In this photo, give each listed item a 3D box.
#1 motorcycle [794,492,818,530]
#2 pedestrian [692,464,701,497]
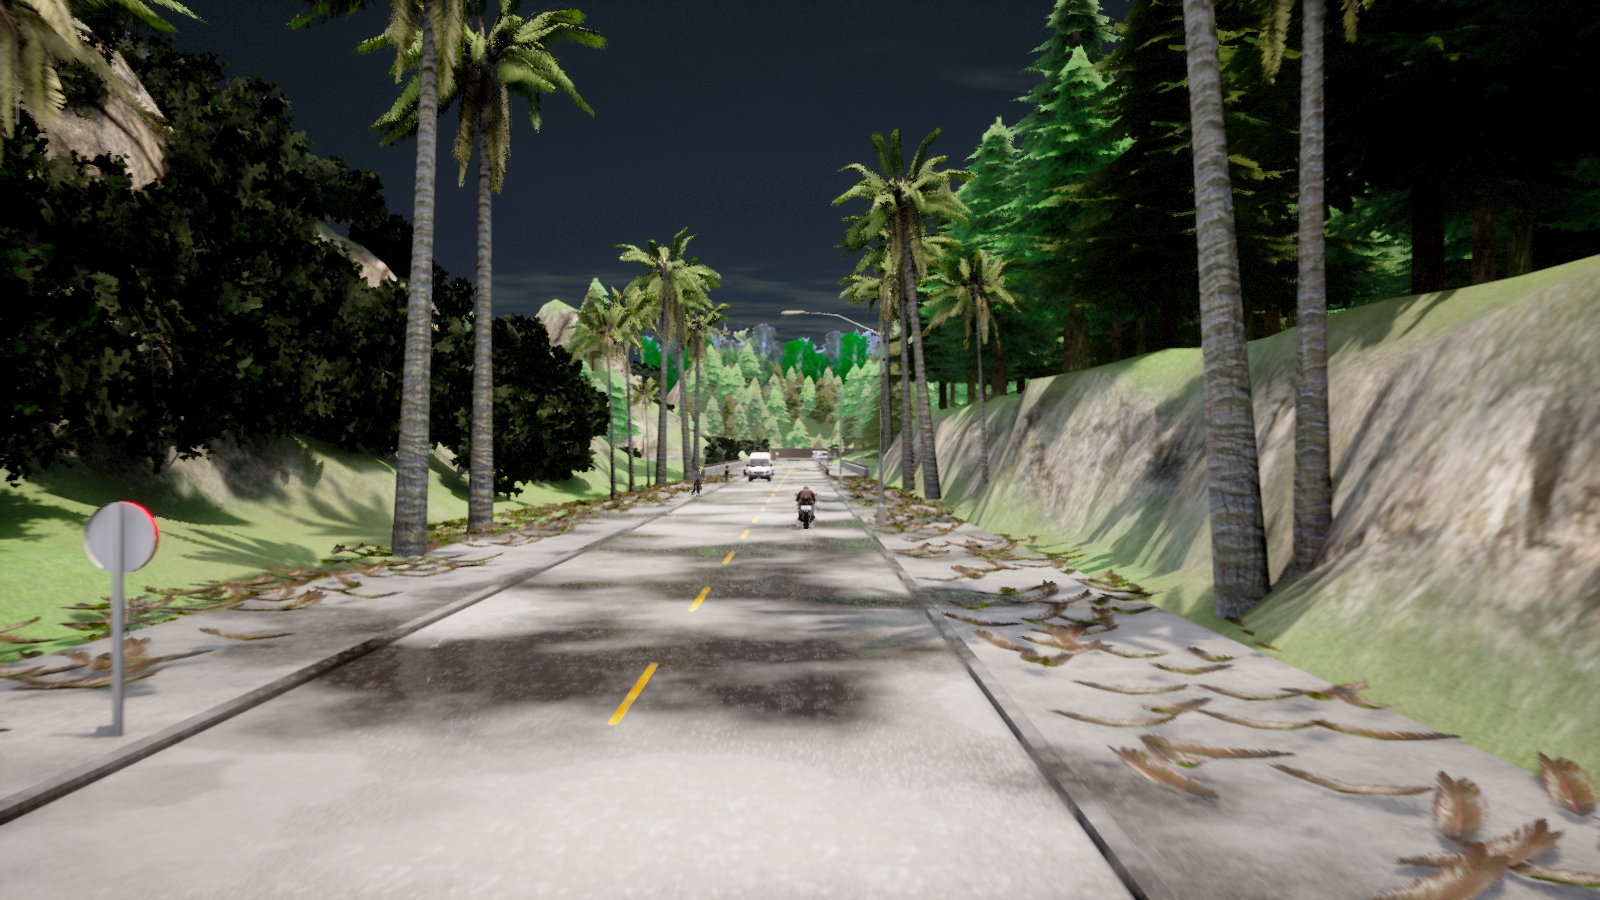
[{"bbox_3d":[0.227,2.204,41.668,0.867,1.251,2.209,0,0,0],"label":"motorcycle"},{"bbox_3d":[-5.856,1.742,64.758,0.375,1.860,0.375,0,0,44],"label":"pedestrian"}]
